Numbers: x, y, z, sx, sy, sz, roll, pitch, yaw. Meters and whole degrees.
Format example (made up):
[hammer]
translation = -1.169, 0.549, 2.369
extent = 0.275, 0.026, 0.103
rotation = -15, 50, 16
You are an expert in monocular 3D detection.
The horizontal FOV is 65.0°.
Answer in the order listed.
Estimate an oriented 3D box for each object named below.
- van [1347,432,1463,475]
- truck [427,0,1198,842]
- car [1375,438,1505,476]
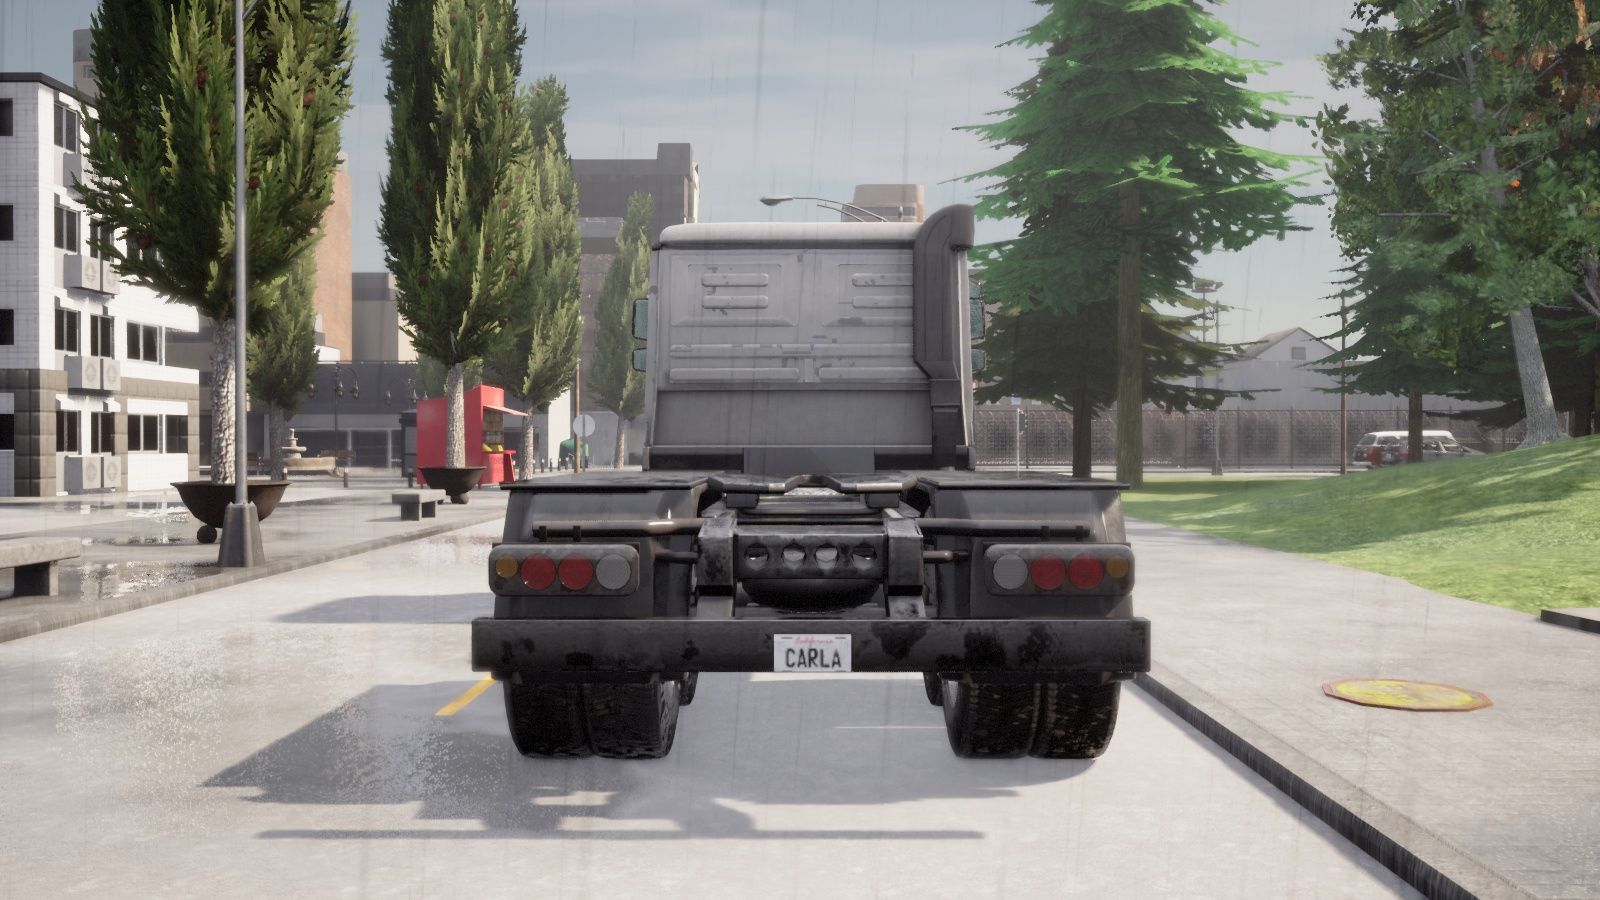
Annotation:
[van]
translation = 28.656, 0.156, 59.584
extent = 4.480, 2.038, 2.069
rotation = 0, 0, 0
[truck]
translation = 0.066, -0.284, 8.680
extent = 2.891, 3.462, 7.936
rotation = 0, 0, 0
[car]
translation = 28.257, 0.300, 55.584
extent = 4.611, 1.667, 2.242
rotation = 0, 0, 0
